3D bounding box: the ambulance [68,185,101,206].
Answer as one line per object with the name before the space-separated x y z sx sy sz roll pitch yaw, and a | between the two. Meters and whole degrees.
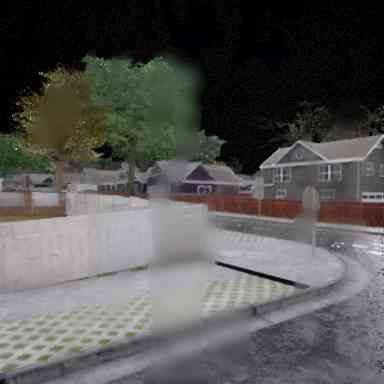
ambulance | -12.701 0.369 39.254 2.351 2.431 6.366 1 0 -36
